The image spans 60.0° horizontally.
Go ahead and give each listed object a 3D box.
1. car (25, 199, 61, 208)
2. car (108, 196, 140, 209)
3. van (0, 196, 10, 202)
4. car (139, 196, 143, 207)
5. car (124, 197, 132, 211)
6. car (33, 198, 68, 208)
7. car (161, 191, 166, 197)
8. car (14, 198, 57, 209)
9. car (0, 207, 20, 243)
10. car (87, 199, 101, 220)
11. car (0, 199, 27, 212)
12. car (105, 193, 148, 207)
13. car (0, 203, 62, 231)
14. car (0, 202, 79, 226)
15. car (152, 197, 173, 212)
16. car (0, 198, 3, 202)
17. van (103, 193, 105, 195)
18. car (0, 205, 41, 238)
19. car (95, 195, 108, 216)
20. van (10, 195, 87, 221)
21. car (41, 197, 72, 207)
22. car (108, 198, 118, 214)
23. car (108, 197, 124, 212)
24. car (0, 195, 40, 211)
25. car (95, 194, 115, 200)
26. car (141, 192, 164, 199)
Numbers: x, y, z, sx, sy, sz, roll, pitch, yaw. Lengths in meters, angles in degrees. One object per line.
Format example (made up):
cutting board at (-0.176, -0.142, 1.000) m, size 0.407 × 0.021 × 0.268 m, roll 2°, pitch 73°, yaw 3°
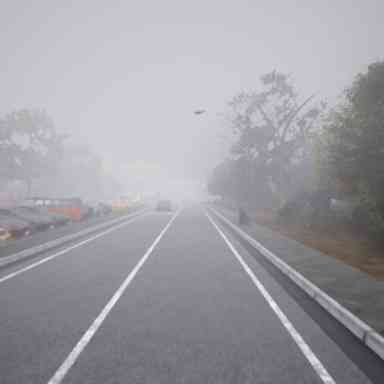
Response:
car at (-23.292, 1.794, 51.991) m, size 4.674 × 1.452 × 2.002 m, roll 0°, pitch -1°, yaw 0°
car at (-10.042, 1.663, 43.631) m, size 5.366 × 1.575 × 1.946 m, roll 0°, pitch -1°, yaw 0°
van at (-23.432, 1.380, 38.022) m, size 4.442 × 1.987 × 1.878 m, roll 0°, pitch -1°, yaw 0°
car at (-10.404, 1.723, 49.184) m, size 5.366 × 1.575 × 1.946 m, roll 0°, pitch -1°, yaw 0°
car at (-10.050, 1.604, 37.958) m, size 5.366 × 1.575 × 1.946 m, roll 0°, pitch -1°, yaw 0°
car at (-23.261, 1.813, 54.761) m, size 4.792 × 1.488 × 2.163 m, roll 0°, pitch -1°, yaw 0°
car at (-10.443, 1.244, 92.898) m, size 4.553 × 1.767 × 2.185 m, roll 0°, pitch 0°, yaw 0°
car at (-23.113, 1.721, 49.221) m, size 5.366 × 1.575 × 1.946 m, roll 0°, pitch -1°, yaw 0°
car at (-10.088, 1.514, 13.104) m, size 5.366 × 1.575 × 1.946 m, roll 0°, pitch 0°, yaw 0°
car at (-10.282, 1.576, 26.986) m, size 4.792 × 1.488 × 2.163 m, roll 0°, pitch 0°, yaw 0°
car at (-23.283, 1.664, 40.913) m, size 4.792 × 1.488 × 2.163 m, roll 0°, pitch -1°, yaw 0°
car at (-10.243, 1.505, 51.962) m, size 5.566 × 2.045 × 2.435 m, roll 0°, pitch -1°, yaw 0°
car at (-10.236, 1.559, 18.657) m, size 4.792 × 1.488 × 2.163 m, roll 0°, pitch 0°, yaw 0°
car at (-10.231, 1.564, 21.433) m, size 4.792 × 1.488 × 2.163 m, roll 0°, pitch 0°, yaw 0°
car at (-3.400, 1.630, 40.315) m, size 1.837 × 1.490 × 4.892 m, roll 0°, pitch -1°, yaw 0°
car at (-23.348, 1.611, 35.248) m, size 4.792 × 1.488 × 2.163 m, roll 0°, pitch -1°, yaw 0°
van at (-23.379, 1.125, 87.276) m, size 4.442 × 1.987 × 1.878 m, roll 1°, pitch 0°, yaw 0°
car at (-10.240, 1.553, 15.881) m, size 4.792 × 1.488 × 2.163 m, roll 0°, pitch 0°, yaw 0°
car at (-10.279, 1.429, 29.759) m, size 4.553 × 1.767 × 2.185 m, roll 0°, pitch 0°, yaw 0°
van at (-10.373, 1.315, 24.210) m, size 4.442 × 1.987 × 1.878 m, roll 0°, pitch 0°, yaw 0°
car at (-23.318, 1.686, 57.409) m, size 4.553 × 1.767 × 2.185 m, roll 0°, pitch -1°, yaw 0°
car at (-10.238, 1.568, 32.538) m, size 4.892 × 1.521 × 2.231 m, roll 0°, pitch 0°, yaw 0°
car at (-10.425, 1.582, 35.306) m, size 5.366 × 1.575 × 1.946 m, roll 0°, pitch 0°, yaw 0°
car at (-23.336, 1.413, 43.685) m, size 5.566 × 2.045 × 2.435 m, roll 0°, pitch -1°, yaw 0°
car at (-23.502, 1.397, 89.949) m, size 4.674 × 1.452 × 2.002 m, roll 0°, pitch 0°, yaw 0°
car at (-10.396, 1.381, 87.328) m, size 4.792 × 1.488 × 2.163 m, roll 0°, pitch 0°, yaw 0°
